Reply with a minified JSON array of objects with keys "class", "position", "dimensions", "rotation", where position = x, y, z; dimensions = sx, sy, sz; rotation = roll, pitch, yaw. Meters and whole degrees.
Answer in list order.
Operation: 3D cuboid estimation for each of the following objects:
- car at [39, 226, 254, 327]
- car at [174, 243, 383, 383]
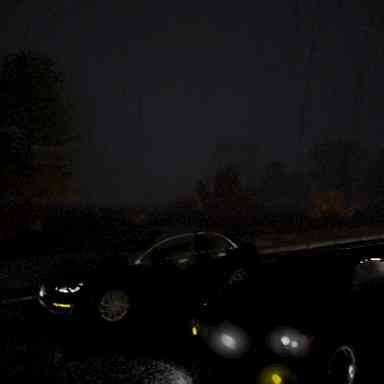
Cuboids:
[{"class":"car","position":[-0.625,1.541,7.191],"dimensions":[4.892,1.490,1.837],"rotation":[1,0,-35]},{"class":"car","position":[2.066,1.612,5.110],"dimensions":[4.181,1.385,1.994],"rotation":[1,0,-35]}]
